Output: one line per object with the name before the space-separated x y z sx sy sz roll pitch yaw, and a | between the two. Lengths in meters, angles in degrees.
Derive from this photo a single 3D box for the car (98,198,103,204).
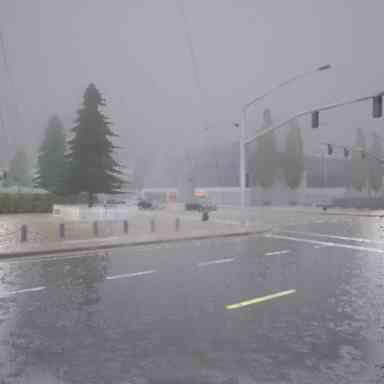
car | -17.702 1.661 60.098 1.812 1.442 4.674 0 0 -35

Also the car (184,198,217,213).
car | 0.985 1.510 39.807 2.097 1.767 4.553 0 0 -36

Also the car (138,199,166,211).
car | -5.115 1.625 42.320 2.128 1.511 4.902 0 0 -36

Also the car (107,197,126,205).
car | -13.933 1.705 60.824 2.033 1.411 5.357 0 0 -35
